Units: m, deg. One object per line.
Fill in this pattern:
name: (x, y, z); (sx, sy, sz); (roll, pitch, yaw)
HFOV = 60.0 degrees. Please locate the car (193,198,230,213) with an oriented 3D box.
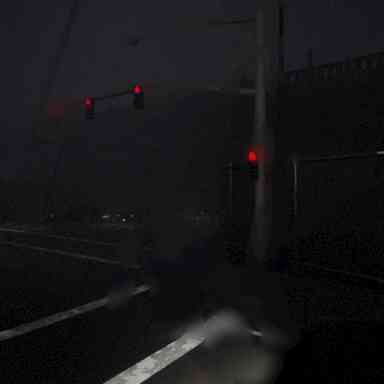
car: (2.357, 1.547, 39.798); (2.128, 1.511, 4.902); (0, 0, 35)

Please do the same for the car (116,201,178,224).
car: (-3.306, 1.603, 25.785); (2.033, 1.411, 5.357); (0, 0, 35)

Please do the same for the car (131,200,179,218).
car: (-3.421, 1.581, 31.659); (1.812, 1.442, 4.674); (0, 0, 36)

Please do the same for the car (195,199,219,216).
car: (2.527, 1.603, 33.997); (2.033, 1.411, 5.357); (0, 0, 35)

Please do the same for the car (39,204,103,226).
car: (-8.708, 1.581, 24.258); (1.812, 1.442, 4.674); (0, 0, 37)

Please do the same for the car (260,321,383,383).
car: (3.041, 1.547, 1.799); (5.357, 1.411, 2.033); (0, 0, 36)
